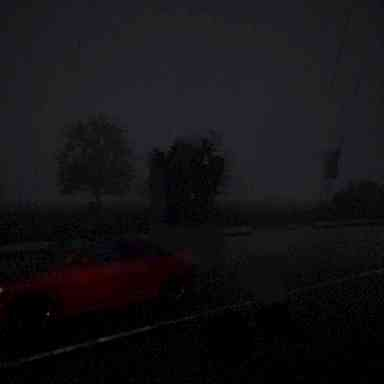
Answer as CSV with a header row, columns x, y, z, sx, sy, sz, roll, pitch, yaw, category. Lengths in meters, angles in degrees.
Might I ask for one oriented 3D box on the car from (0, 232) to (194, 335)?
x,y,z,sx,sy,sz,roll,pitch,yaw,category
-2.023,1.555,6.703,4.181,1.385,1.994,0,0,-34,car
